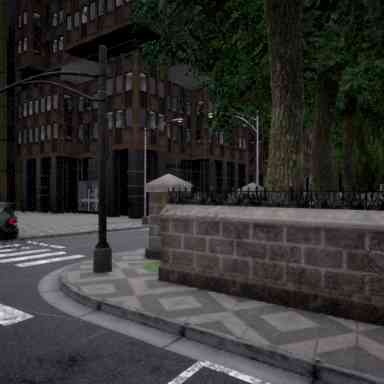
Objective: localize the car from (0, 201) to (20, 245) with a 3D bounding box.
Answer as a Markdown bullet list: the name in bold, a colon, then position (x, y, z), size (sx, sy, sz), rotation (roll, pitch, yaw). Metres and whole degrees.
- **car**: position (-9.995, 1.344, 13.290), size (5.566, 2.045, 2.150), rotation (2, -1, -39)
